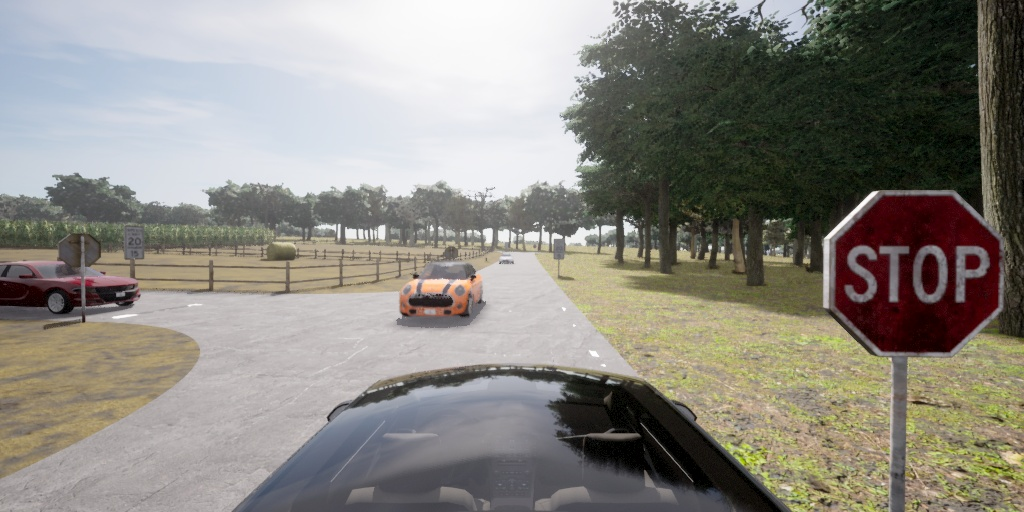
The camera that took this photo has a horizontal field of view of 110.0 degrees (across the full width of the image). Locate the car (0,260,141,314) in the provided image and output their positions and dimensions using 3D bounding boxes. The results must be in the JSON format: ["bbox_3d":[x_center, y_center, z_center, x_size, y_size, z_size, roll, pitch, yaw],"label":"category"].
[{"bbox_3d":[-14.851,0.904,11.488,5.008,1.535,1.882,1,1,4],"label":"car"}]

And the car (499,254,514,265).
[{"bbox_3d":[-0.745,0.395,48.980,1.812,1.442,4.674,0,2,2],"label":"car"}]

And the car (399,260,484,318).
[{"bbox_3d":[-2.240,0.979,12.465,2.097,1.767,4.553,1,1,2],"label":"car"}]
